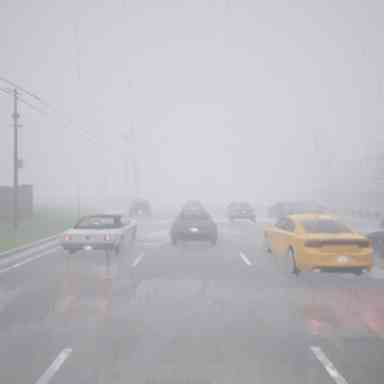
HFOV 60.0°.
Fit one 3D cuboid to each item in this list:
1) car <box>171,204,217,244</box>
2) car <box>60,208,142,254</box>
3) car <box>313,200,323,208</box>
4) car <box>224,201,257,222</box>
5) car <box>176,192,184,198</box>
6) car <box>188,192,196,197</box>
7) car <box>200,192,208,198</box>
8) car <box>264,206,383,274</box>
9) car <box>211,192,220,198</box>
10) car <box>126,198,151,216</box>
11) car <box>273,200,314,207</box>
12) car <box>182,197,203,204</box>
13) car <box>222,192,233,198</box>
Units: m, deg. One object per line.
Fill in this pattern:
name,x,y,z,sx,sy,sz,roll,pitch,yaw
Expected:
car,0.093,1.487,15.444,1.994,1.385,4.181,0,0,0
car,-3.409,1.535,13.161,1.895,1.301,4.718,0,0,0
car,10.591,1.410,30.832,1.994,1.385,4.181,0,0,0
car,3.583,1.422,25.161,2.033,1.411,5.357,0,0,0
car,-3.508,0.878,95.045,2.097,1.767,4.553,0,0,0
car,-0.008,0.878,95.045,2.097,1.767,4.553,0,0,0
car,3.492,0.877,95.046,2.097,1.767,4.553,0,0,0
car,3.582,1.425,10.356,1.882,1.535,5.008,0,0,0
car,6.992,1.046,95.077,1.812,1.442,4.674,0,0,0
car,-4.802,1.353,30.161,1.837,1.490,4.892,0,0,-12
car,7.082,1.422,25.164,2.033,1.411,5.357,0,0,0
car,0.091,1.409,30.735,1.994,1.385,4.181,0,0,0
car,10.492,1.048,94.661,2.128,1.511,4.902,0,0,0
